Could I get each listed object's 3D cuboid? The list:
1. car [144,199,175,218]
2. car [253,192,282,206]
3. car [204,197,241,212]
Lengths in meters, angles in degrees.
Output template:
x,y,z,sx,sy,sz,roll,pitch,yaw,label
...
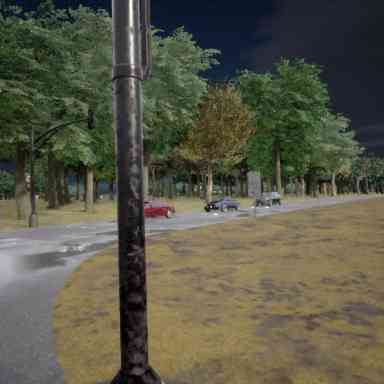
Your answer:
x,y,z,sx,sy,sz,roll,pitch,yaw,label
-3.131,1.277,24.057,1.812,1.442,4.674,-3,-1,37,car
9.169,0.788,40.220,2.097,1.767,4.553,-3,-1,37,car
2.959,1.155,32.057,1.994,1.385,4.181,-3,-1,37,car
